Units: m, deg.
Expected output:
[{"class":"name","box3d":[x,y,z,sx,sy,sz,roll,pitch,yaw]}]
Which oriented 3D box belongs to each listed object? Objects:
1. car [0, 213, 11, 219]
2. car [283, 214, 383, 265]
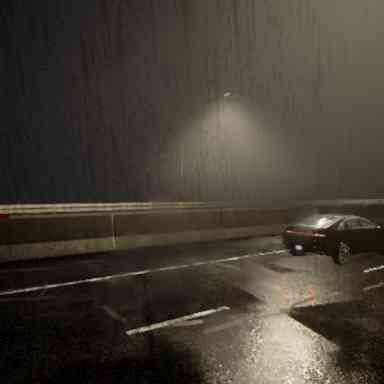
[{"class":"car","box3d":[-13.670,1.581,19.998,4.718,1.301,1.895,0,0,-35]},{"class":"car","box3d":[5.325,1.525,11.802,4.902,1.511,2.128,0,0,-35]}]
